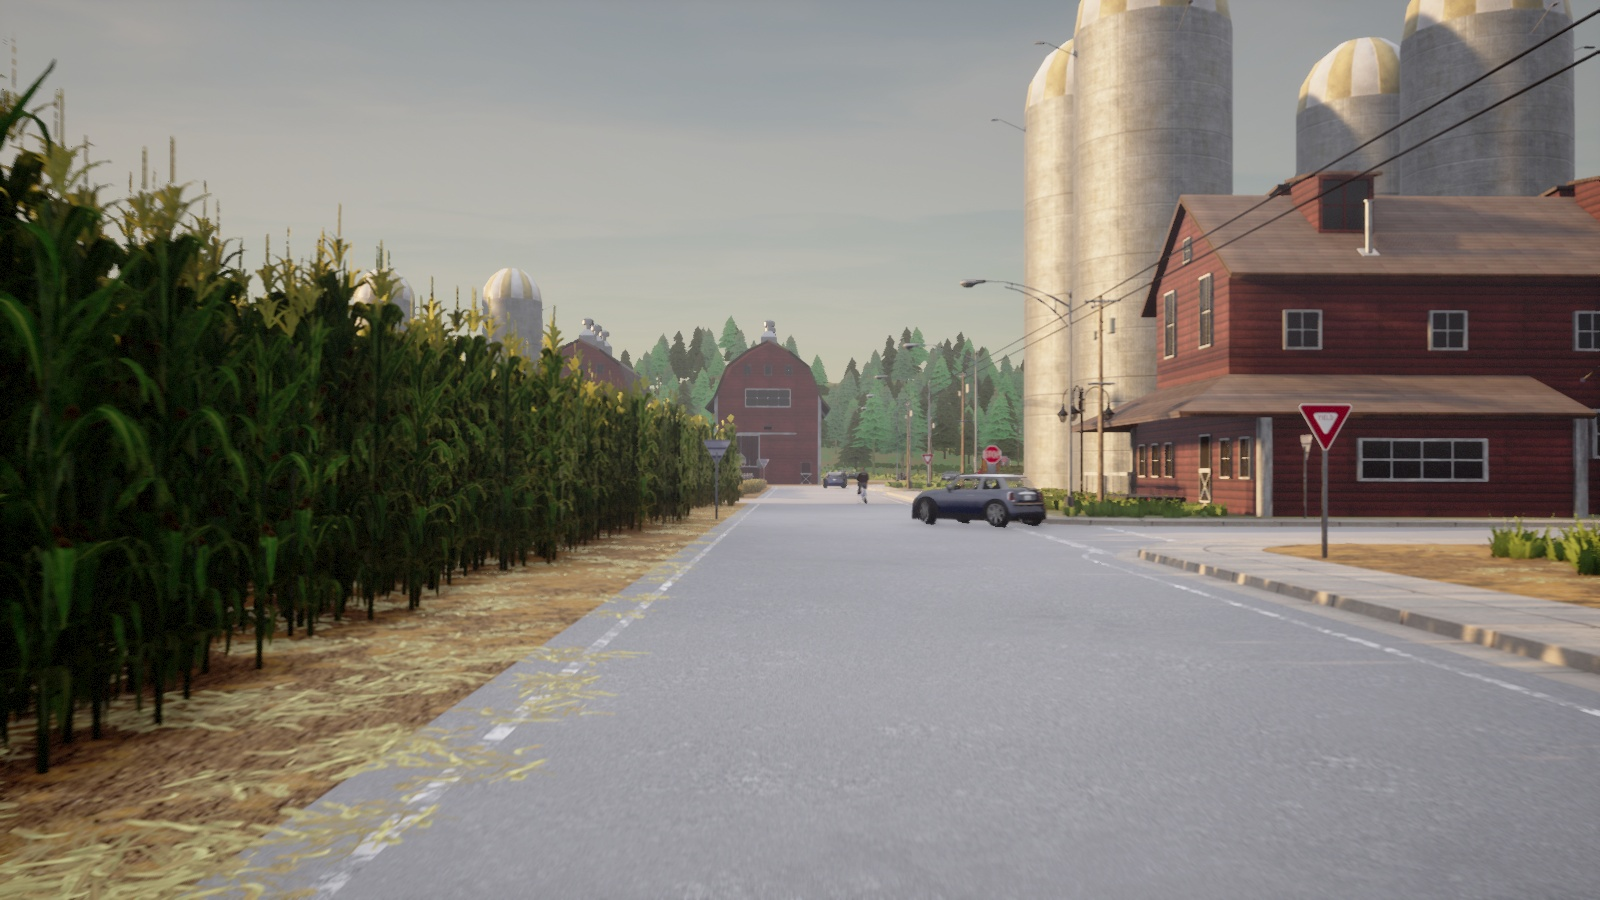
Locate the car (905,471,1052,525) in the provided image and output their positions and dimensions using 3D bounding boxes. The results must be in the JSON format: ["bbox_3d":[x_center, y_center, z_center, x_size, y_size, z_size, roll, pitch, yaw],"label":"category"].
[{"bbox_3d":[5.105,1.354,36.293,1.970,1.475,3.806,1,-2,-43],"label":"car"}]
